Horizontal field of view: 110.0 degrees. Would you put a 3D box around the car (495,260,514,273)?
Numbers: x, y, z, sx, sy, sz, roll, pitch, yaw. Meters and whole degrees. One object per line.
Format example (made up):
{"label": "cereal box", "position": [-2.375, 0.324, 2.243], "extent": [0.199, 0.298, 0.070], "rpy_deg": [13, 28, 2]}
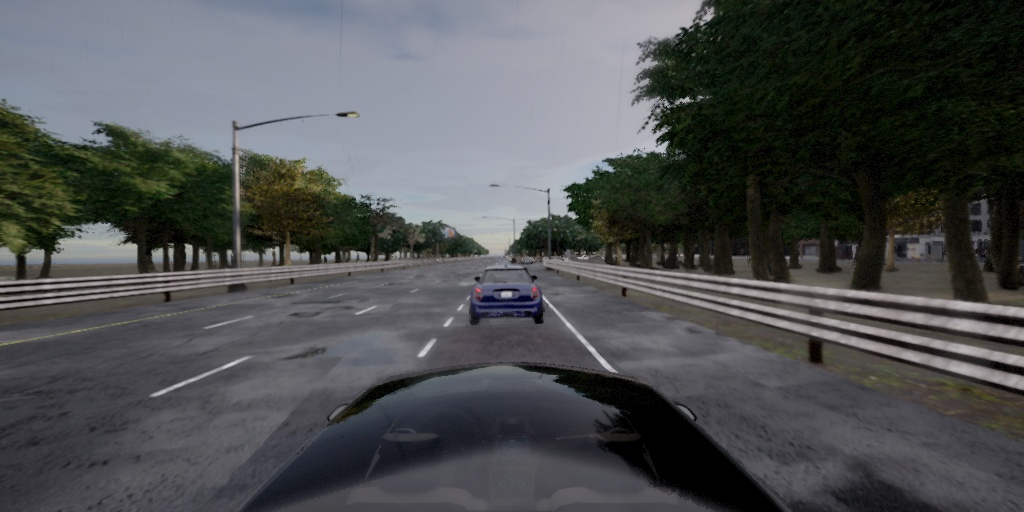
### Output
{"label": "car", "position": [-0.836, 1.184, 42.011], "extent": [2.033, 1.411, 5.357], "rpy_deg": [-1, 0, -1]}

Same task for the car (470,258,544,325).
{"label": "car", "position": [-0.194, 1.073, 11.974], "extent": [2.097, 1.767, 4.553], "rpy_deg": [-1, 0, -1]}
